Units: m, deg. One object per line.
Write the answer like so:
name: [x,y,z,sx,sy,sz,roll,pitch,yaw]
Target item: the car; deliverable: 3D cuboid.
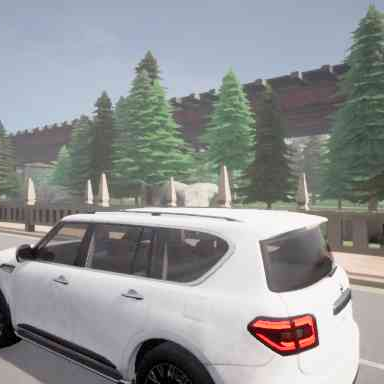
car: [-0.805,1.221,4.585,5.566,2.045,2.150,0,0,36]
